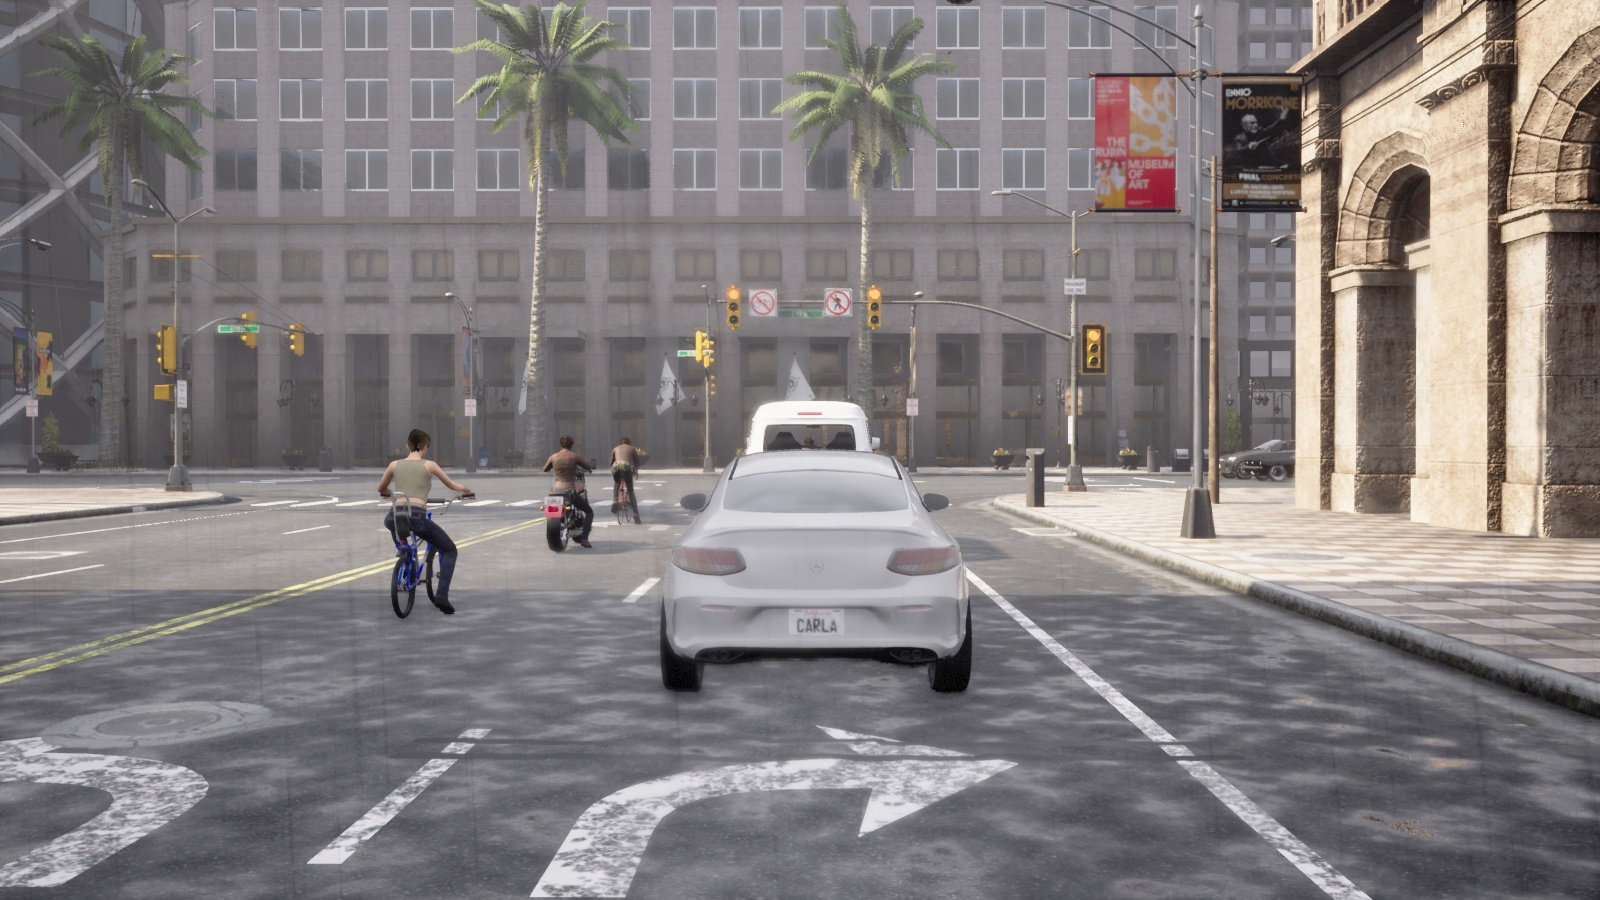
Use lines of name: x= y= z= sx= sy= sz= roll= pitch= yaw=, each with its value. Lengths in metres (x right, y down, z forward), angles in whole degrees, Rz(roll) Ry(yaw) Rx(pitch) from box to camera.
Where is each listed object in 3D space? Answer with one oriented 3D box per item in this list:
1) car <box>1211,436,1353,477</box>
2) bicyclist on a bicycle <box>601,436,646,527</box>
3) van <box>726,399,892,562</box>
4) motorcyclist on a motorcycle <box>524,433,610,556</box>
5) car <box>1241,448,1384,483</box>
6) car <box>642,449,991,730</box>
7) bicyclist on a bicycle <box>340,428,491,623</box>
car: x=19.711 y=0.250 z=51.521 sx=5.027 sy=1.651 sz=2.152 roll=0 pitch=0 yaw=1
bicyclist on a bicycle: x=-3.256 y=0.565 z=23.313 sx=0.582 sy=1.620 sz=1.656 roll=0 pitch=0 yaw=1
van: x=0.170 y=0.369 z=17.908 sx=2.069 sy=2.038 sz=4.480 roll=0 pitch=0 yaw=1
motorcyclist on a motorcycle: x=-3.299 y=0.593 z=17.981 sx=0.766 sy=1.649 sz=2.350 roll=0 pitch=0 yaw=1
car: x=19.545 y=0.591 z=48.045 sx=4.718 sy=1.301 sz=1.895 roll=0 pitch=0 yaw=1
car: x=0.104 y=0.722 z=8.867 sx=1.812 sy=1.442 sz=4.674 roll=0 pitch=0 yaw=0
bicyclist on a bicycle: x=-3.366 y=0.617 z=11.144 sx=0.866 sy=1.612 sz=1.509 roll=0 pitch=0 yaw=0
